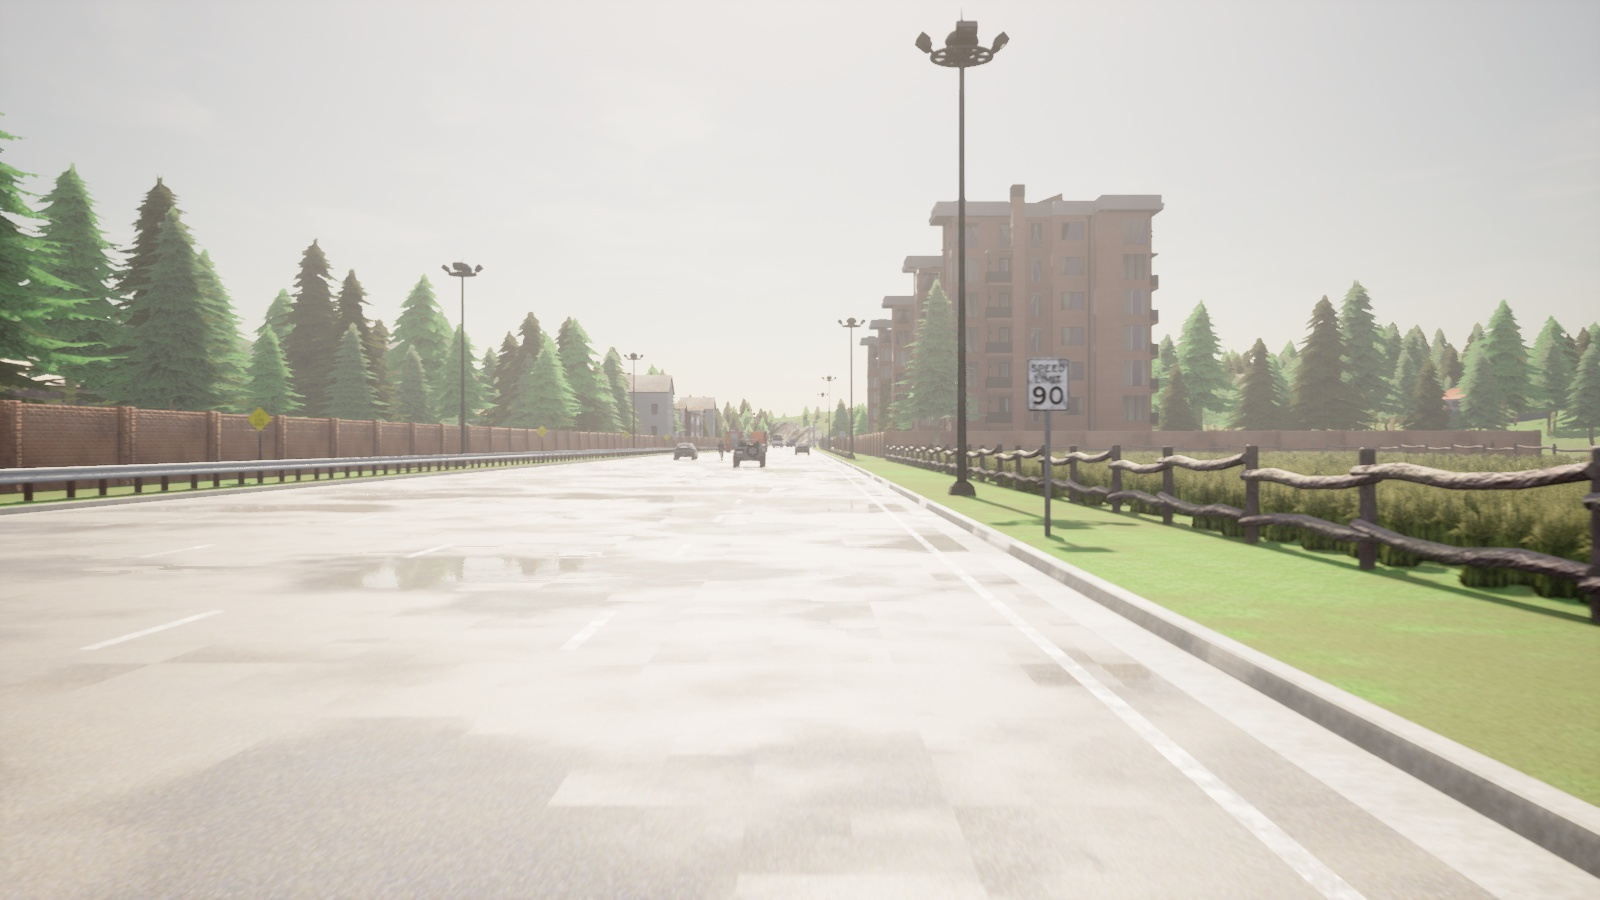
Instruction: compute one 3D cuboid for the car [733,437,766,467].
[{"bbox_3d":[-3.140,0.121,78.848,1.932,1.855,4.605,0,0,0],"label":"car"}]
